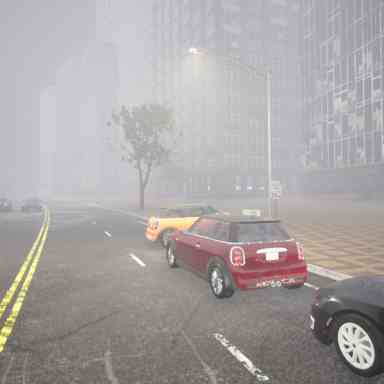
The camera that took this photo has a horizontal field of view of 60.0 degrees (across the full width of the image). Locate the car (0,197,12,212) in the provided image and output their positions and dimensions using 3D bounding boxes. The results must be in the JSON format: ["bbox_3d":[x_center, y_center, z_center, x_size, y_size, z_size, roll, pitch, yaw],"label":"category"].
[{"bbox_3d":[-21.884,1.390,38.042,2.097,1.767,4.553,0,0,-24],"label":"car"}]

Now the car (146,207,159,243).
[{"bbox_3d":[0.336,1.276,14.486,4.553,1.767,2.097,-3,1,-18],"label":"car"}]

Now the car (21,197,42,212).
[{"bbox_3d":[-18.918,1.393,39.371,2.097,1.767,4.553,0,0,-24],"label":"car"}]

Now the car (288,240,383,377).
[{"bbox_3d":[3.607,1.505,3.406,1.837,1.490,4.892,0,0,-36],"label":"car"}]

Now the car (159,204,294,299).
[{"bbox_3d":[0.860,1.355,8.871,2.097,1.767,4.553,0,0,-22],"label":"car"}]
